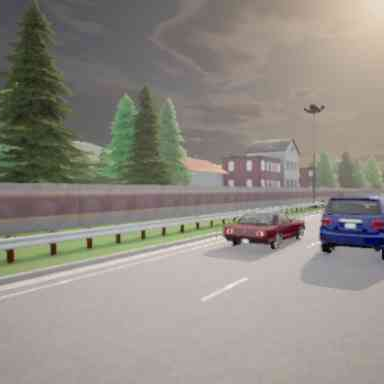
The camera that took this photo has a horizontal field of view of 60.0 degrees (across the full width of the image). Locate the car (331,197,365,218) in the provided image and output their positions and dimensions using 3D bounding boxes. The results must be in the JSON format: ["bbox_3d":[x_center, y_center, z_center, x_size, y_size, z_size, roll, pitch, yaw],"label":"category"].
[{"bbox_3d":[13.659,1.264,28.957,1.882,1.535,5.008,0,0,35],"label":"car"}]

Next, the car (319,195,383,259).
[{"bbox_3d":[6.430,1.127,12.483,2.150,2.045,5.566,0,0,35],"label":"car"}]

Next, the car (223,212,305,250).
[{"bbox_3d":[3.228,1.499,14.018,1.895,1.301,4.718,0,1,35],"label":"car"}]
